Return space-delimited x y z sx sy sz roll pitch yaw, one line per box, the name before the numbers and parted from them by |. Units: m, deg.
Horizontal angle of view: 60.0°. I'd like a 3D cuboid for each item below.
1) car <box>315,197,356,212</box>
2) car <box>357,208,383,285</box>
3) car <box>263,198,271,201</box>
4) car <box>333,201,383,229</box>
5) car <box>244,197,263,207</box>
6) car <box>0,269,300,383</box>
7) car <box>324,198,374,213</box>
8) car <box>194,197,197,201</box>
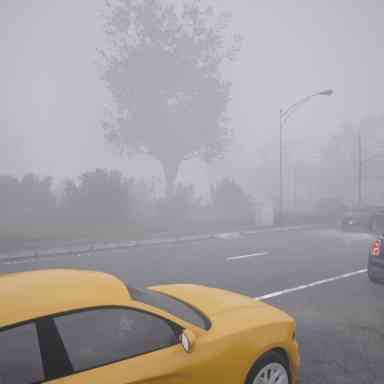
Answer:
car | 15.753 1.352 35.953 2.097 1.767 4.553 0 0 -32
car | 6.406 1.352 8.288 4.553 1.767 2.097 0 0 -35
car | 10.187 1.463 51.316 1.882 1.535 5.008 0 0 -33
car | 10.994 1.505 20.258 4.892 1.490 1.837 0 0 -35
car | 7.573 1.464 48.909 1.882 1.535 5.008 0 0 -33
car | -1.116 1.478 2.952 5.008 1.535 1.882 0 0 -35
car | 18.151 1.478 38.718 1.882 1.535 5.008 0 0 -32
car | -0.771 1.381 67.890 2.128 1.511 4.902 0 0 -35
